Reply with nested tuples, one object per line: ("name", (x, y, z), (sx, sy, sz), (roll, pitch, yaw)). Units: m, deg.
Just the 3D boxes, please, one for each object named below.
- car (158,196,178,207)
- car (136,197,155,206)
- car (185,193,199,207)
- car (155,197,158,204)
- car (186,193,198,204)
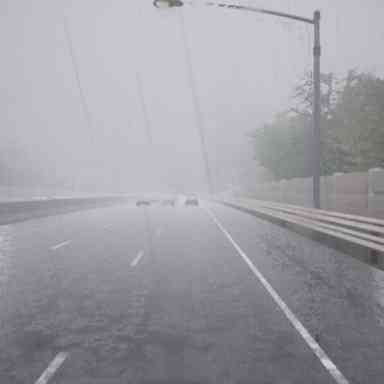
("car", (-3.506, 1.373, 49.019), (1.812, 1.442, 4.674), (0, 0, 0))
("car", (-7.005, 1.448, 49.089), (1.895, 1.301, 4.718), (0, 0, 0))
("car", (-0.005, 1.323, 48.706), (1.882, 1.535, 5.008), (0, 0, 0))
("car", (-6.990, 1.502, 61.462), (1.895, 1.301, 4.718), (0, 0, 0))
("car", (0.017, 1.135, 62.033), (2.150, 2.045, 5.566), (0, 0, 1))
